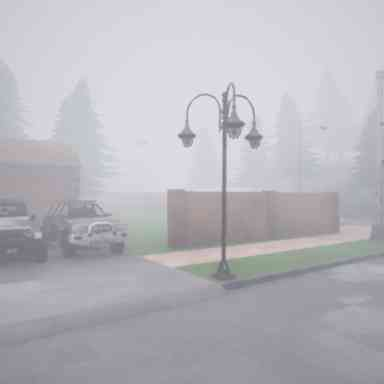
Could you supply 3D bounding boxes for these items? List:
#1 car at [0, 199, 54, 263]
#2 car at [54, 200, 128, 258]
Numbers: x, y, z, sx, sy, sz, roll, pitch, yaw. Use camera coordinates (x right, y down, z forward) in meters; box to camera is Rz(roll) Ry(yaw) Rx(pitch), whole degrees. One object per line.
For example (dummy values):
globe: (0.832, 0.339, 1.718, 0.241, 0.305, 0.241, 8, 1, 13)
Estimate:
car: (-5.968, 1.187, 10.596, 1.905, 1.878, 3.866, 1, 0, -36)
car: (-4.152, 1.208, 12.378, 1.932, 1.855, 4.605, 1, 0, -36)
